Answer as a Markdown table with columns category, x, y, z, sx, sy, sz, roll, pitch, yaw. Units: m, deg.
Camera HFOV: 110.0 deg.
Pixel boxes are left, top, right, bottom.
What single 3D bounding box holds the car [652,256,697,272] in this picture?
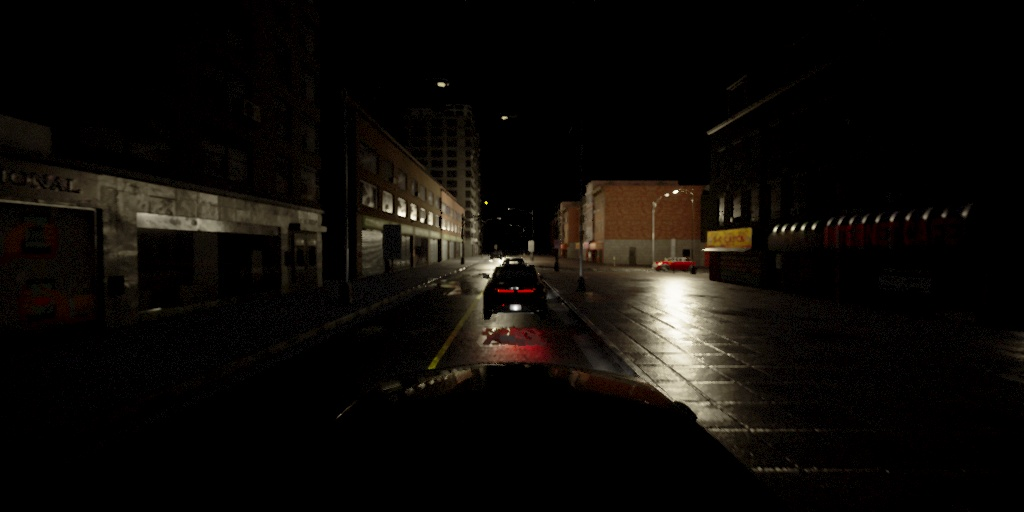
| category | x | y | z | sx | sy | sz | roll | pitch | yaw |
| --- | --- | --- | --- | --- | --- | --- | --- | --- | --- |
| car | 16.362 | 0.825 | 36.368 | 4.097 | 1.591 | 1.967 | 0 | 0 | 0 |

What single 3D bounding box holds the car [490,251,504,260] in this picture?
| category | x | y | z | sx | sy | sz | roll | pitch | yaw |
| --- | --- | --- | --- | --- | --- | --- | --- | --- | --- |
| car | -2.781 | -0.092 | 62.445 | 1.882 | 1.535 | 5.008 | 0 | 1 | 1 |

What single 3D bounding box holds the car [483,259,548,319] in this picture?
| category | x | y | z | sx | sy | sz | roll | pitch | yaw |
| --- | --- | --- | --- | --- | --- | --- | --- | --- | --- |
| car | 0.091 | 1.038 | 11.819 | 1.837 | 1.490 | 4.892 | 0 | 1 | 0 |

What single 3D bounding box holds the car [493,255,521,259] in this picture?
| category | x | y | z | sx | sy | sz | roll | pitch | yaw |
| --- | --- | --- | --- | --- | --- | --- | --- | --- | --- |
| car | 0.110 | 0.843 | 22.776 | 2.033 | 1.411 | 5.357 | 0 | 1 | 0 |
